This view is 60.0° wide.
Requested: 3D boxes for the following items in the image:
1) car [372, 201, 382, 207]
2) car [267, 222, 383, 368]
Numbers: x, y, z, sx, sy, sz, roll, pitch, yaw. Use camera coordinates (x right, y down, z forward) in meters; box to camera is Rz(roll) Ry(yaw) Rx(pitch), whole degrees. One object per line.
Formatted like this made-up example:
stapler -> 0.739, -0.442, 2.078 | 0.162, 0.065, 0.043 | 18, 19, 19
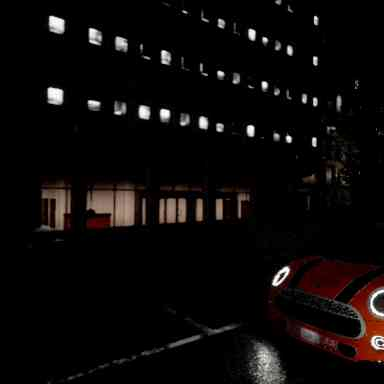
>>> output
car -> 28.996, 1.817, 55.393 | 1.752, 1.417, 4.829 | 1, -1, -35
car -> 3.430, 1.365, 5.823 | 4.553, 1.767, 2.097 | 0, 0, -35
